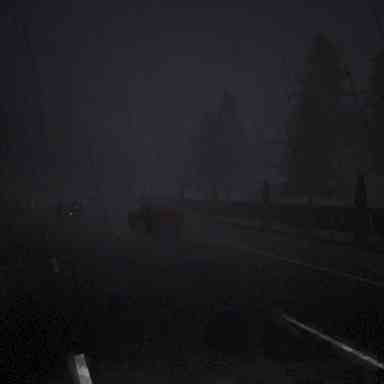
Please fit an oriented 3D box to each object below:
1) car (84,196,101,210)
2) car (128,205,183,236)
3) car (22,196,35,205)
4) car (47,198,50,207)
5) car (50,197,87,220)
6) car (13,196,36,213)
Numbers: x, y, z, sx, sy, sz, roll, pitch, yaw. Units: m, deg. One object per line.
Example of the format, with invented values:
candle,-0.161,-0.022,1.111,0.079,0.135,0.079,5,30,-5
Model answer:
car,-12.481,1.264,40.457,2.097,1.767,4.553,0,0,-25
car,-2.171,1.438,18.476,1.882,1.535,5.008,0,0,-25
car,-27.487,1.400,55.841,1.812,1.442,4.674,0,0,-26
car,-20.456,1.491,49.213,1.895,1.301,4.718,0,0,-25
car,-10.316,1.429,27.596,2.128,1.511,4.902,0,0,-25
car,-18.164,1.272,36.089,2.097,1.767,4.553,0,0,-25
